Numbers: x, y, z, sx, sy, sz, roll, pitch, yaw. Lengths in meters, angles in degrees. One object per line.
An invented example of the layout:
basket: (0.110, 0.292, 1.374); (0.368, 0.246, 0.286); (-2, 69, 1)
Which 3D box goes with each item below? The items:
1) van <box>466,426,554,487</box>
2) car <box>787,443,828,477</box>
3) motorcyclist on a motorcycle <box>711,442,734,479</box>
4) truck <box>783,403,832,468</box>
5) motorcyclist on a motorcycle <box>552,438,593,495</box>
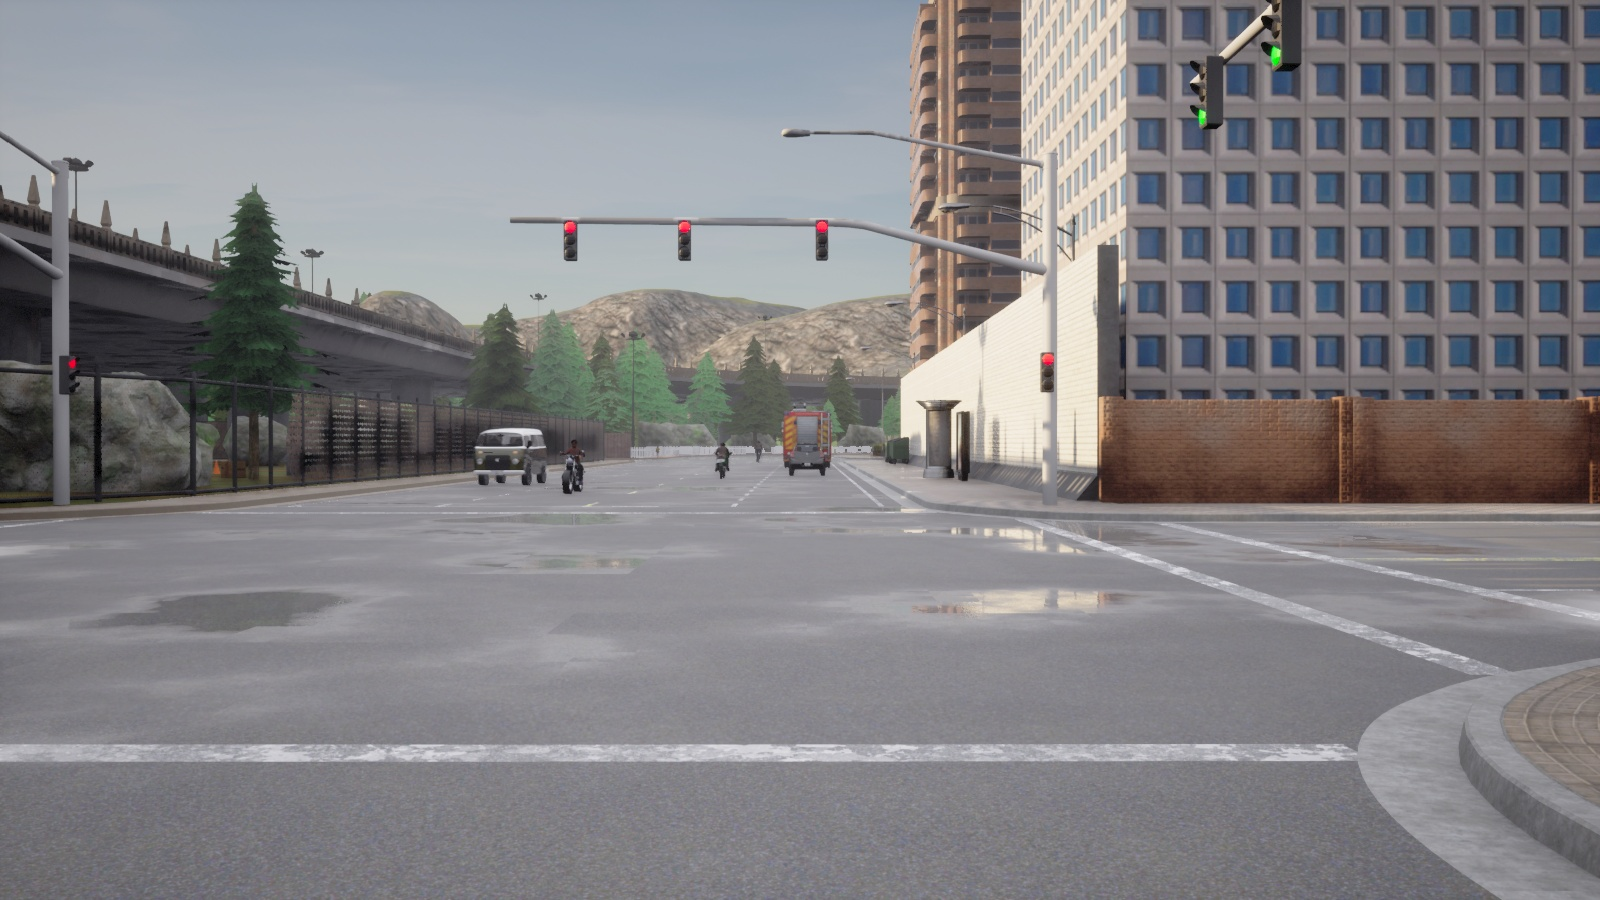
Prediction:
van: (-10.242, 0.210, 44.631); (2.069, 2.038, 4.480); (0, 0, 0)
car: (0.332, 0.432, 58.275); (1.845, 1.501, 3.633); (0, 0, 0)
motorcyclist on a motorcycle: (-3.201, 0.431, 52.177); (0.797, 1.523, 2.044); (0, 0, 0)
truck: (0.442, -0.861, 78.271); (2.891, 3.827, 8.468); (0, 0, 0)
motorcyclist on a motorcycle: (-6.781, 0.480, 37.514); (0.766, 1.649, 2.350); (0, 0, 0)
